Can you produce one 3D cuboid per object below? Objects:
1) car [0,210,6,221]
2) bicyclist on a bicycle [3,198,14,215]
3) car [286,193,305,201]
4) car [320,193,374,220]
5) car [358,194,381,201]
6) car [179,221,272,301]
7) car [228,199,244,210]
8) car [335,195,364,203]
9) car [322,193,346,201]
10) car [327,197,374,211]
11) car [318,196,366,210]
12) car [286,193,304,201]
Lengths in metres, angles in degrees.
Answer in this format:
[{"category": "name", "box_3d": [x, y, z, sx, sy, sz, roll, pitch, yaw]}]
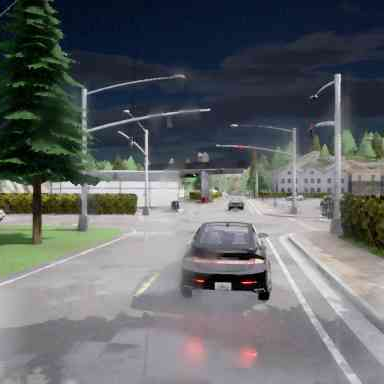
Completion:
[{"category": "car", "box_3d": [-16.558, 1.526, 25.230, 4.674, 1.442, 1.812, 0, 0, 8]}, {"category": "bicyclist on a bicycle", "box_3d": [-17.932, 1.453, 32.567, 0.582, 1.620, 1.656, 0, 0, 7]}, {"category": "car", "box_3d": [24.500, 1.077, 78.878, 3.866, 1.878, 1.905, 0, 0, 8]}, {"category": "car", "box_3d": [12.706, 1.222, 24.886, 5.566, 2.045, 2.150, 0, 0, 2]}, {"category": "car", "box_3d": [42.713, 1.298, 80.006, 4.514, 1.523, 2.007, 0, 0, 8]}, {"category": "car", "box_3d": [0.893, 1.492, 8.427, 2.128, 1.511, 4.902, 0, 0, 8]}, {"category": "car", "box_3d": [5.704, 1.601, 42.429, 1.895, 1.301, 4.718, 0, 0, 10]}, {"category": "car", "box_3d": [29.393, 1.298, 62.291, 4.514, 1.523, 2.007, 0, 0, 8]}, {"category": "car", "box_3d": [31.833, 1.097, 74.527, 4.605, 1.855, 1.932, 0, 0, 8]}, {"category": "car", "box_3d": [18.325, 1.340, 38.627, 4.514, 1.523, 2.007, 0, 0, 8]}, {"category": "car", "box_3d": [18.710, 1.330, 41.740, 5.027, 1.636, 2.152, 0, 0, 8]}, {"category": "car", "box_3d": [23.431, 1.361, 75.671, 3.806, 1.475, 1.970, 0, 0, 8]}]
